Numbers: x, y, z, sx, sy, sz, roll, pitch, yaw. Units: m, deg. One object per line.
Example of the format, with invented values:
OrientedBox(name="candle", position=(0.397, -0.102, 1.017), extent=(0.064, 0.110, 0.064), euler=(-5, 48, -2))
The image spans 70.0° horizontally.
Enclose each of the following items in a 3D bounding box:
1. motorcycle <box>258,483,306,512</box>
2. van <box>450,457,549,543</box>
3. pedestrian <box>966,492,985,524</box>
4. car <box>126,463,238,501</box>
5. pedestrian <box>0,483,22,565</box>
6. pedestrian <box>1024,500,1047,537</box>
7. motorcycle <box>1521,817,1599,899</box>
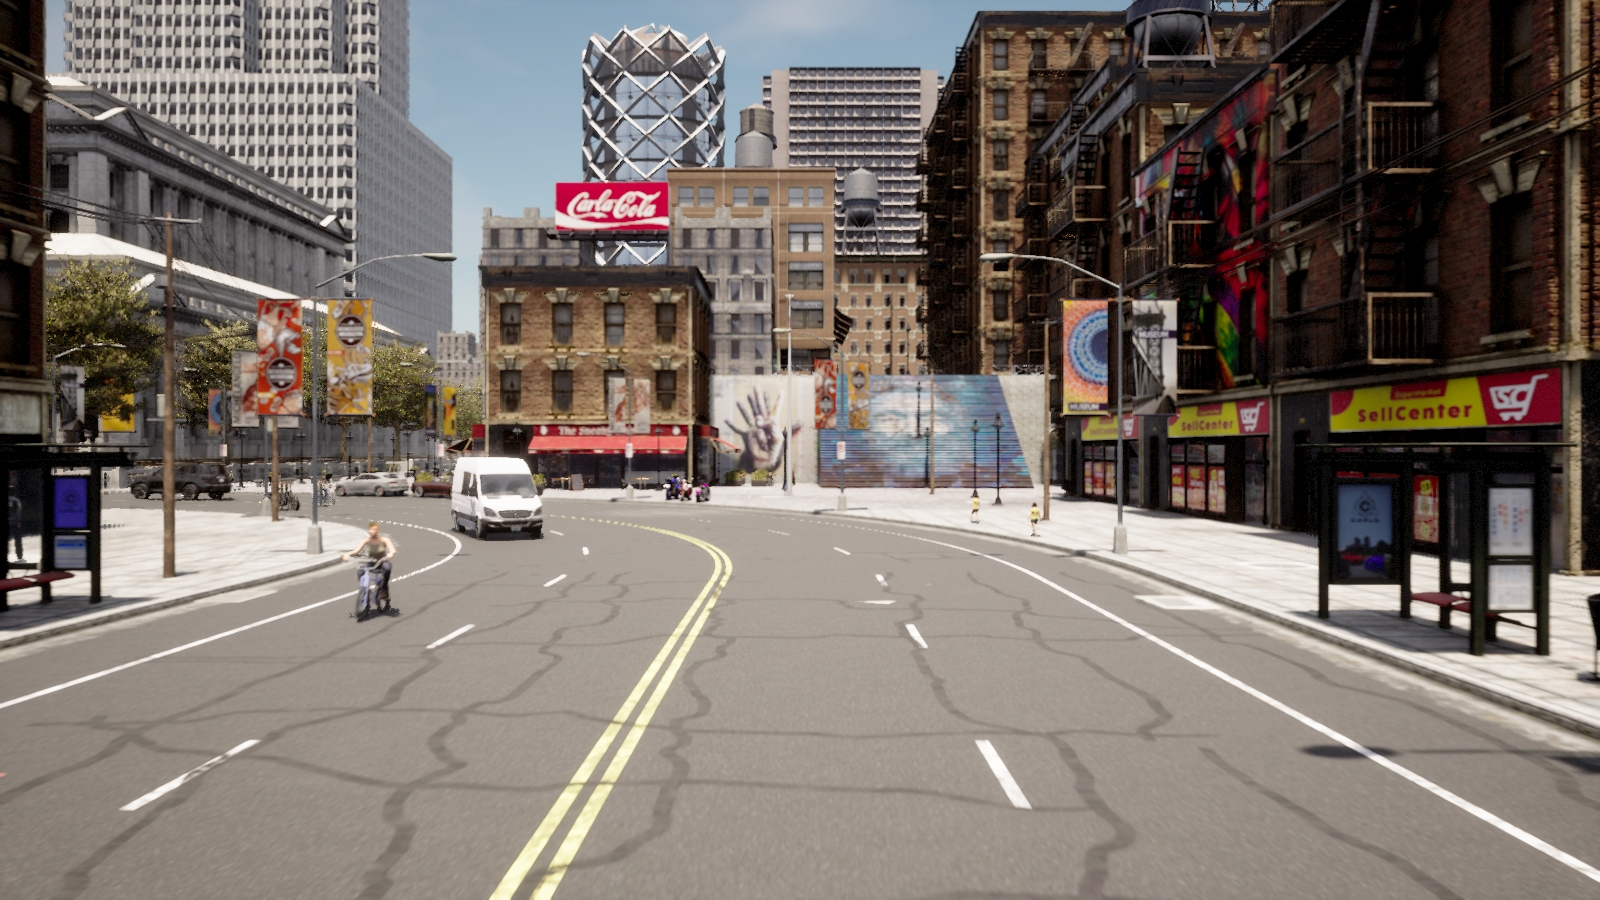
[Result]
OrientedBox(name="motorcycle", position=(-23.827, 2.170, 52.550), extent=(2.356, 1.277, 0.764), euler=(0, 0, 29))
OrientedBox(name="van", position=(-9.995, 1.534, 37.620), extent=(1.988, 2.561, 5.915), euler=(0, 0, -27))
OrientedBox(name="pedestrian", position=(6.304, 2.076, 40.962), extent=(0.500, 1.100, 0.500), euler=(0, 0, -18))
OrientedBox(name="car", position=(-34.799, 1.780, 64.336), extent=(5.566, 2.045, 2.150), euler=(0, 0, 14))
OrientedBox(name="pedestrian", position=(-18.150, 1.696, 26.233), extent=(0.375, 1.860, 0.375), euler=(0, 0, -19))
OrientedBox(name="pedestrian", position=(7.197, 2.076, 34.884), extent=(0.500, 1.100, 0.500), euler=(0, 0, -20))
OrientedBox(name="motorcycle", position=(3.500, 2.182, 3.961), extent=(0.856, 1.236, 1.805), euler=(0, 0, 0))
